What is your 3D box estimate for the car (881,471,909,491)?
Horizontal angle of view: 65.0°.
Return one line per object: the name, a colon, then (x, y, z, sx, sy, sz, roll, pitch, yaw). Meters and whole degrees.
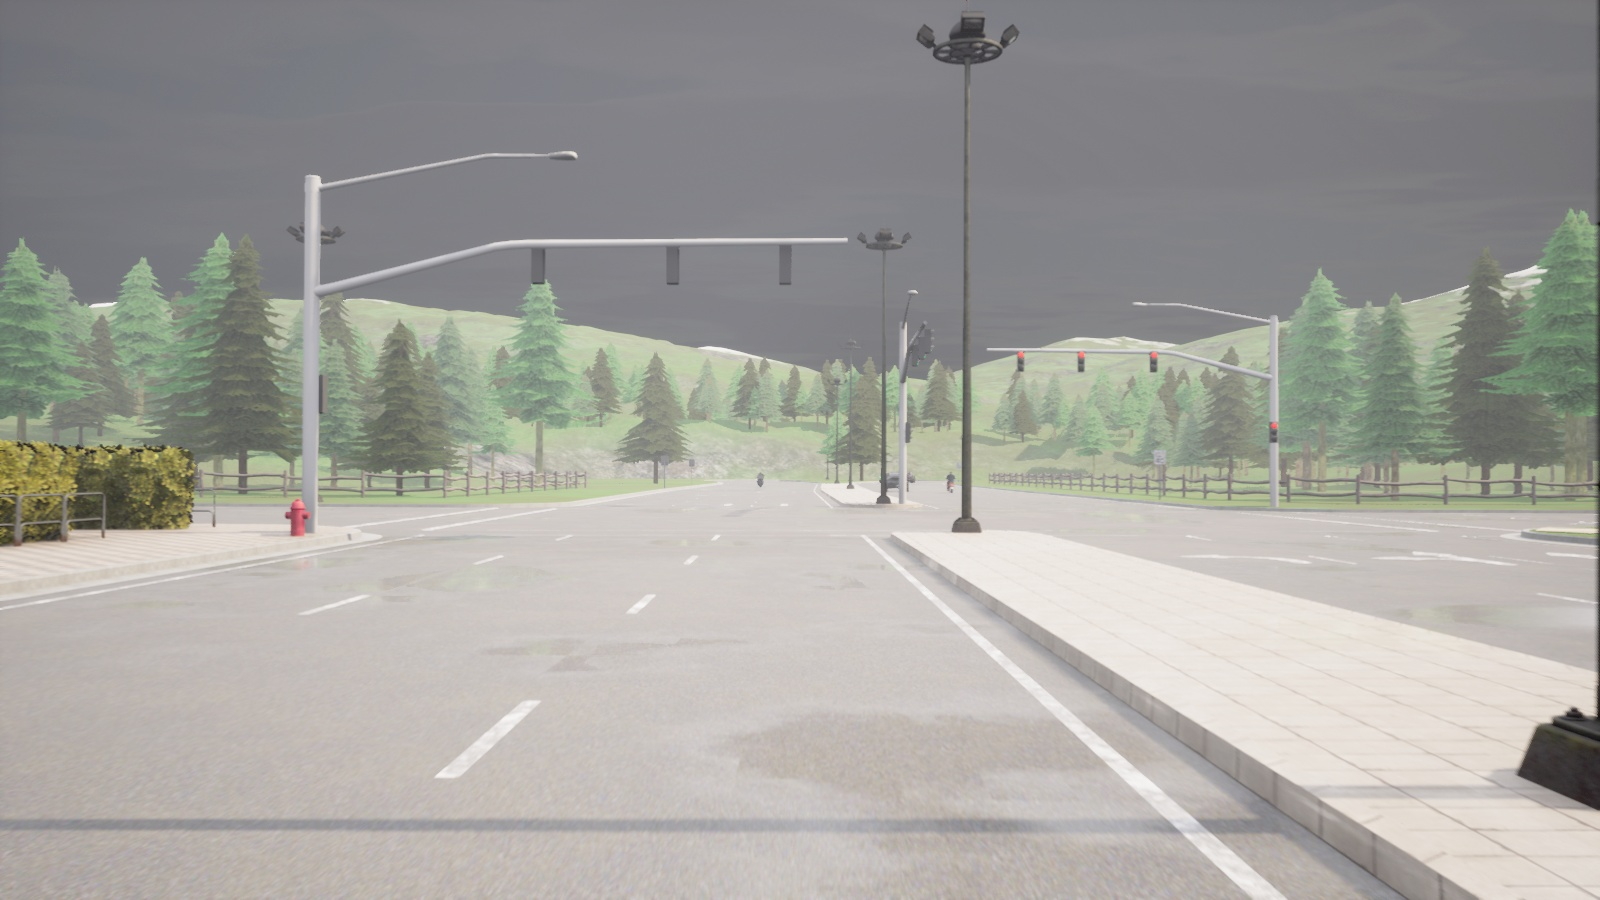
car: (7.374, 2.426, 97.713, 1.837, 1.490, 4.892, 0, -1, 0)
